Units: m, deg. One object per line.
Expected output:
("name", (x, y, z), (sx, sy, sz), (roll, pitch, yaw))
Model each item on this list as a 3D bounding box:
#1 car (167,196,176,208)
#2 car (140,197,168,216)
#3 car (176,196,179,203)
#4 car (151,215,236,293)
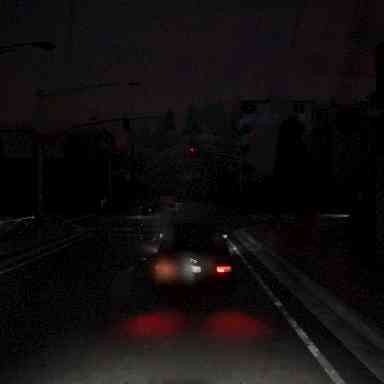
("car", (-3.720, 1.478, 47.651), (1.882, 1.535, 5.008), (0, 0, 0))
("car", (-3.671, 1.428, 31.423), (1.837, 1.490, 4.892), (1, -2, 0))
("car", (-3.680, 1.526, 66.600), (1.812, 1.442, 4.674), (0, 0, 0))
("car", (0.036, 1.547, 8.960), (2.033, 1.411, 5.357), (0, 0, 0))
